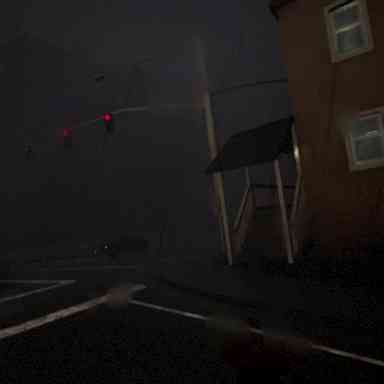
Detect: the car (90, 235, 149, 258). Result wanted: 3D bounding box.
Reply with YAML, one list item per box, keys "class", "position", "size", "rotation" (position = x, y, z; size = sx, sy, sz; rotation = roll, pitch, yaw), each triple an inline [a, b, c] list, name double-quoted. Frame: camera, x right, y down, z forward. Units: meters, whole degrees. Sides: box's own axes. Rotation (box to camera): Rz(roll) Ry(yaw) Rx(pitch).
- class: "car"
  position: [-4.996, 3.815, 23.642]
  size: [1.812, 1.442, 4.674]
  rotation: [-10, -10, 33]

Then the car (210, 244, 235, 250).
- class: "car"
  position: [3.702, 6.260, 35.488]
  size: [2.128, 1.511, 4.902]
  rotation: [-10, -18, 34]
